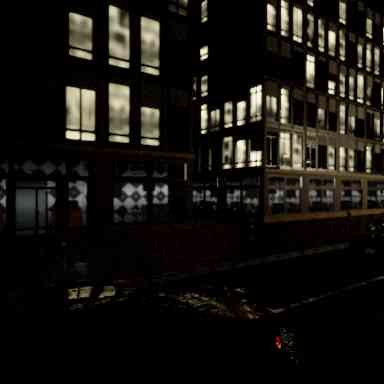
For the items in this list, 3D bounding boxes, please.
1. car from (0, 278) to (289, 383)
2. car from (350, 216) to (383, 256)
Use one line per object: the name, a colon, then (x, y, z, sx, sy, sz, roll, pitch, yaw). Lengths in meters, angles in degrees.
car: (-1.222, 1.524, 2.498, 4.674, 1.442, 1.812, 0, 0, -35)
car: (7.423, 1.513, 11.849, 4.313, 1.339, 1.947, 0, 0, -35)
